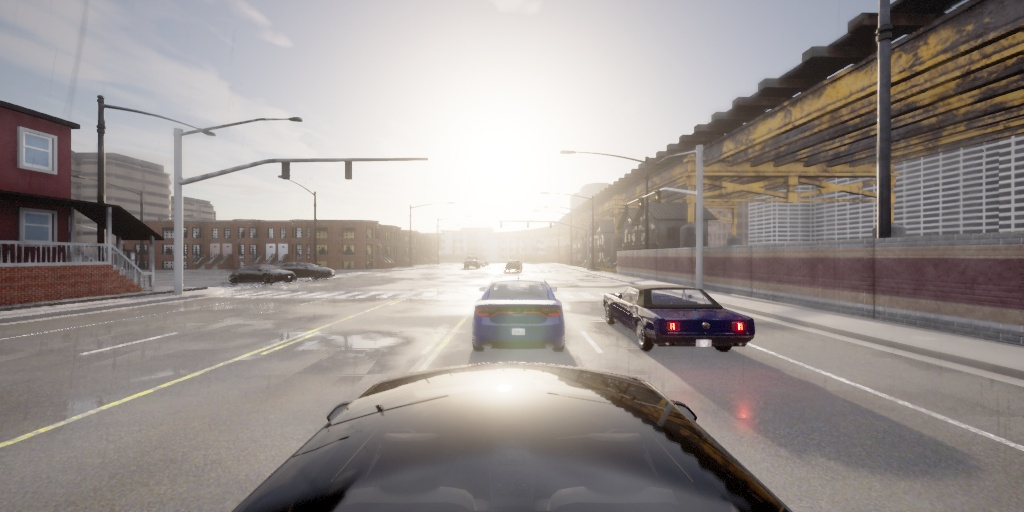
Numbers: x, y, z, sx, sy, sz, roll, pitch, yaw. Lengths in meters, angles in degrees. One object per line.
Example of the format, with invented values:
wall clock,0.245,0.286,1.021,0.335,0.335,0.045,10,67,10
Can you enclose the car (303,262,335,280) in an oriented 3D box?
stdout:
car,-17.512,1.242,30.042,4.902,1.511,2.128,0,0,-3

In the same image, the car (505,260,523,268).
car,0.230,1.255,46.770,1.837,1.490,4.892,1,0,8

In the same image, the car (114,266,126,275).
car,-35.275,1.102,30.039,4.553,1.767,2.097,0,0,1

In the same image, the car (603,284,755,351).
car,3.656,1.351,8.964,1.895,1.301,4.718,0,0,1

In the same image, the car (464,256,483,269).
car,-6.362,0.971,57.611,2.150,2.045,5.566,0,0,1

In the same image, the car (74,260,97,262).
car,-33.154,1.227,26.508,5.008,1.535,1.882,0,0,1

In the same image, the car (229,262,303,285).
car,-17.902,1.314,25.869,4.181,1.385,1.994,0,0,7

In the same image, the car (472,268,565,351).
car,0.157,1.228,9.003,1.882,1.535,5.008,0,0,1
